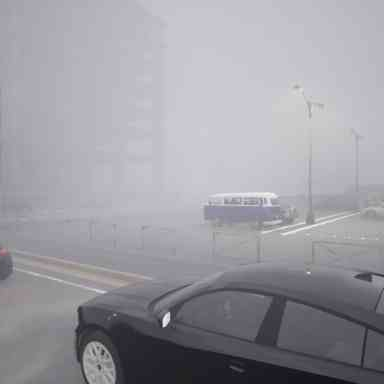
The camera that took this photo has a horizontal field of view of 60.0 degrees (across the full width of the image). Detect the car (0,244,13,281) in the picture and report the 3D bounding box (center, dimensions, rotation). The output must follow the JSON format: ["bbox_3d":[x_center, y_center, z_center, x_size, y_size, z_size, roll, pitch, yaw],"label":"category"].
[{"bbox_3d":[-6.485,1.564,8.610,4.181,1.385,1.994,0,0,36],"label":"car"}]

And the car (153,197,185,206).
[{"bbox_3d":[-3.997,1.492,54.303,2.033,1.411,5.357,0,0,36],"label":"car"}]

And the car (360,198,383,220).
[{"bbox_3d":[14.701,1.395,24.750,3.806,1.475,1.970,0,0,36],"label":"car"}]

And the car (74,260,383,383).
[{"bbox_3d":[0.836,1.478,3.399,5.008,1.535,1.882,0,0,36],"label":"car"}]

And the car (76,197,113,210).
[{"bbox_3d":[-12.424,1.422,42.497,1.882,1.535,5.008,0,0,35],"label":"car"}]

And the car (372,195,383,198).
[{"bbox_3d":[17.926,1.153,29.302,4.605,1.855,1.932,0,0,36],"label":"car"}]

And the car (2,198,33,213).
[{"bbox_3d":[-18.776,1.422,33.579,1.882,1.535,5.008,0,0,36],"label":"car"}]
